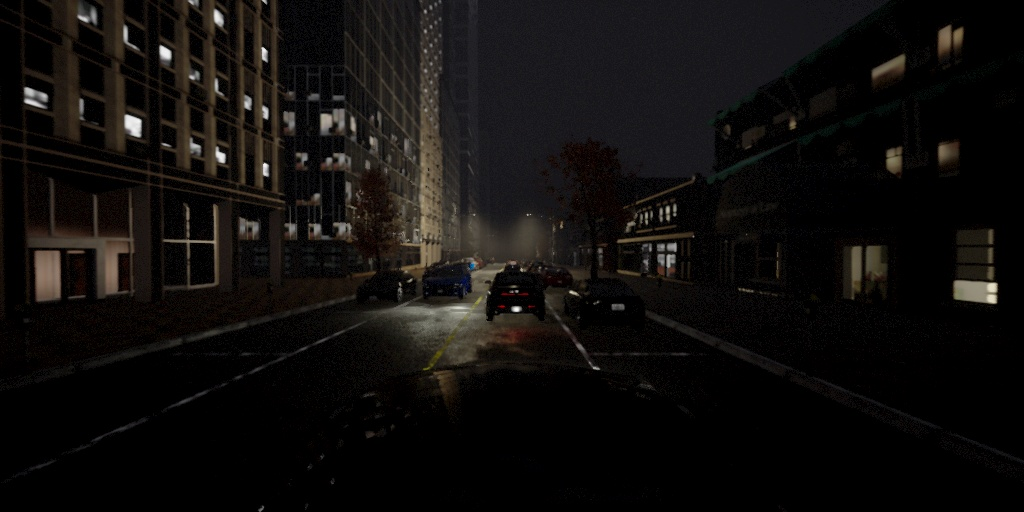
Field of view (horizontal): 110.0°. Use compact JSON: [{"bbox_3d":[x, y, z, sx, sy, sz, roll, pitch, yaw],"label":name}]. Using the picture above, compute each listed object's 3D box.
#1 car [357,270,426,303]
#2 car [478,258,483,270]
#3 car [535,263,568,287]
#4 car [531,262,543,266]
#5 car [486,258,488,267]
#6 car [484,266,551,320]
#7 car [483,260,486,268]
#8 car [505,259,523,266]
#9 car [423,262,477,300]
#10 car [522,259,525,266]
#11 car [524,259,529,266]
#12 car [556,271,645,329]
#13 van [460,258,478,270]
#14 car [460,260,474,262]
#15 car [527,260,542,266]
[{"bbox_3d":[-5.661,1.341,16.823,1.948,1.339,4.313,0,0,0],"label":"car"},{"bbox_3d":[-5.684,1.382,50.688,2.007,1.370,4.403,0,0,0],"label":"car"},{"bbox_3d":[2.686,1.329,22.414,1.888,1.381,4.507,0,0,0],"label":"car"},{"bbox_3d":[2.685,1.375,28.058,1.802,1.307,4.207,0,0,0],"label":"car"},{"bbox_3d":[-5.706,1.434,61.976,1.802,1.307,4.207,0,0,0],"label":"car"},{"bbox_3d":[0.089,1.274,12.760,1.837,1.490,4.892,0,0,-1],"label":"car"},{"bbox_3d":[-5.710,1.157,56.332,2.192,1.841,5.009,0,0,0],"label":"car"},{"bbox_3d":[0.091,1.389,47.209,1.994,1.385,4.181,0,0,0],"label":"car"},{"bbox_3d":[-3.103,1.254,18.033,1.882,1.535,5.008,0,0,0],"label":"car"},{"bbox_3d":[2.681,1.387,44.990,1.948,1.339,4.313,0,0,0],"label":"car"},{"bbox_3d":[2.683,1.251,39.346,1.967,1.591,4.097,0,0,0],"label":"car"},{"bbox_3d":[2.688,1.331,11.126,1.948,1.339,4.313,0,0,0],"label":"car"},{"bbox_3d":[-5.670,1.163,45.044,1.690,1.789,3.998,0,0,0],"label":"van"},{"bbox_3d":[-5.665,1.378,39.400,1.948,1.339,4.313,0,0,0],"label":"car"},{"bbox_3d":[2.684,1.327,33.872,1.751,1.417,4.829,0,0,0],"label":"car"}]
